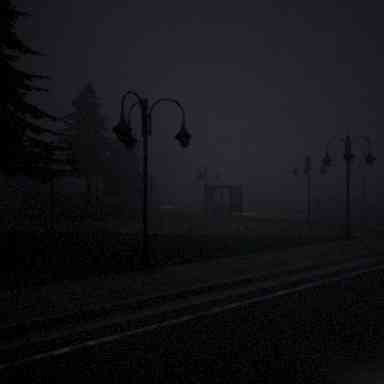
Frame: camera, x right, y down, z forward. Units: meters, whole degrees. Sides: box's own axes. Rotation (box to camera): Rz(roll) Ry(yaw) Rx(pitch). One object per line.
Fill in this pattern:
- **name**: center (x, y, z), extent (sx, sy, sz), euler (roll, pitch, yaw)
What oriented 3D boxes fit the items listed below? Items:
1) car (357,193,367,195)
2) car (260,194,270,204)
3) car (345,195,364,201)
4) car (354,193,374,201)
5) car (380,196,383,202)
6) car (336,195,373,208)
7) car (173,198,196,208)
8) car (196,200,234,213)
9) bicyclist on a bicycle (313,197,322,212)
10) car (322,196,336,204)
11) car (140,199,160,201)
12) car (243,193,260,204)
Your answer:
- **car**: center (34.240, 1.416, 67.925), extent (2.007, 1.523, 4.514), euler (0, 0, -36)
- **car**: center (11.981, 1.416, 61.520), extent (2.152, 1.636, 5.027), euler (0, 0, -36)
- **car**: center (39.836, 1.498, 81.461), extent (1.970, 1.475, 3.806), euler (0, 0, -36)
- **car**: center (42.898, 1.219, 82.895), extent (1.905, 1.878, 3.866), euler (0, 0, -36)
- **car**: center (44.793, 1.235, 74.581), extent (1.932, 1.855, 4.605), euler (0, 0, -36)
- **car**: center (22.704, 1.469, 46.241), extent (1.970, 1.475, 3.806), euler (0, 0, -36)
- **car**: center (-0.951, 1.585, 49.829), extent (1.812, 1.442, 4.674), euler (0, 0, -36)
- **car**: center (2.959, 1.531, 38.354), extent (1.882, 1.535, 5.008), euler (0, 0, -36)
- **bicyclist on a bicycle**: center (13.733, 1.365, 36.263), extent (1.656, 1.620, 0.582), euler (0, 0, -36)
- **car**: center (26.081, 1.423, 62.155), extent (1.845, 1.501, 3.633), euler (0, 0, -36)
- **car**: center (-6.485, 1.324, 51.475), extent (1.994, 1.385, 4.181), euler (0, 0, -36)
- **car**: center (9.458, 1.420, 59.655), extent (2.007, 1.523, 4.514), euler (0, 0, -36)
